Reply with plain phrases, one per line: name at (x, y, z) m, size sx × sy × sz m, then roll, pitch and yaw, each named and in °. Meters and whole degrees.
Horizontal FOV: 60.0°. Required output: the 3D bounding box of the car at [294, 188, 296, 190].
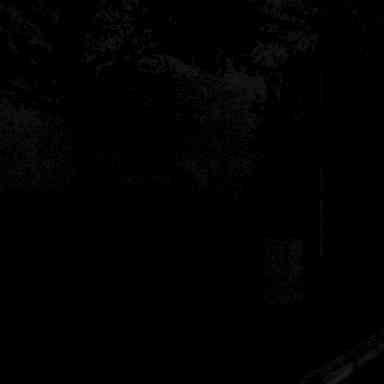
car at (24.805, -0.278, 81.162) m, size 2.435 × 2.045 × 5.566 m, roll 5°, pitch 1°, yaw 22°

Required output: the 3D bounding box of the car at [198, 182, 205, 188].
car at (4.295, -1.797, 89.529) m, size 2.185 × 1.767 × 4.553 m, roll 4°, pitch 1°, yaw 22°

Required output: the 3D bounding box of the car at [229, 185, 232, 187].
car at (9.469, -1.283, 87.584) m, size 1.946 × 1.575 × 5.366 m, roll 5°, pitch 1°, yaw 22°

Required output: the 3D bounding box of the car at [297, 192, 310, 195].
car at (27.341, 0.183, 80.100) m, size 2.097 × 1.535 × 5.008 m, roll 5°, pitch 1°, yaw 22°

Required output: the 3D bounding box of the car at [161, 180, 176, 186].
car at (-5.995, -2.390, 93.658) m, size 2.163 × 1.488 × 4.792 m, roll 4°, pitch 1°, yaw 22°

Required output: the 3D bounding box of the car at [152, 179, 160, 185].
car at (-8.560, -2.576, 94.705) m, size 2.163 × 1.488 × 4.792 m, roll 4°, pitch 1°, yaw 22°
